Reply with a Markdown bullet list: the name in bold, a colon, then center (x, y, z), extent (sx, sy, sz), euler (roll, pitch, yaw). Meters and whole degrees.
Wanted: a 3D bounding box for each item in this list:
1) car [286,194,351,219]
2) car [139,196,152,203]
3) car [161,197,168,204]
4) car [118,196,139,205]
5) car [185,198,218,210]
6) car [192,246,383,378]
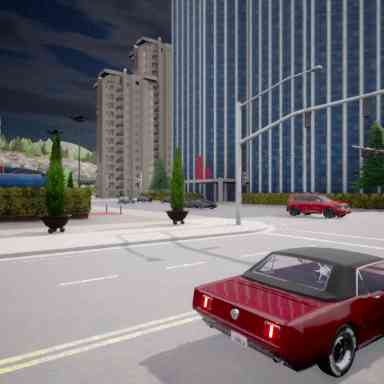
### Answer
- **car**: center (11.108, 1.221, 29.731), extent (2.150, 2.045, 5.566), euler (0, 0, -40)
- **car**: center (-10.225, 1.511, 70.692), extent (2.128, 1.511, 4.902), euler (0, 0, -36)
- **car**: center (-4.049, 1.491, 62.305), extent (2.128, 1.511, 4.902), euler (0, 0, -36)
- **car**: center (-12.011, 1.526, 61.164), extent (1.812, 1.442, 4.674), euler (0, 0, -36)
- **car**: center (1.028, 1.547, 43.092), extent (2.033, 1.411, 5.357), euler (0, 0, -36)
- **car**: center (2.422, 1.601, 5.540), extent (4.718, 1.301, 1.895), euler (0, 0, -35)
